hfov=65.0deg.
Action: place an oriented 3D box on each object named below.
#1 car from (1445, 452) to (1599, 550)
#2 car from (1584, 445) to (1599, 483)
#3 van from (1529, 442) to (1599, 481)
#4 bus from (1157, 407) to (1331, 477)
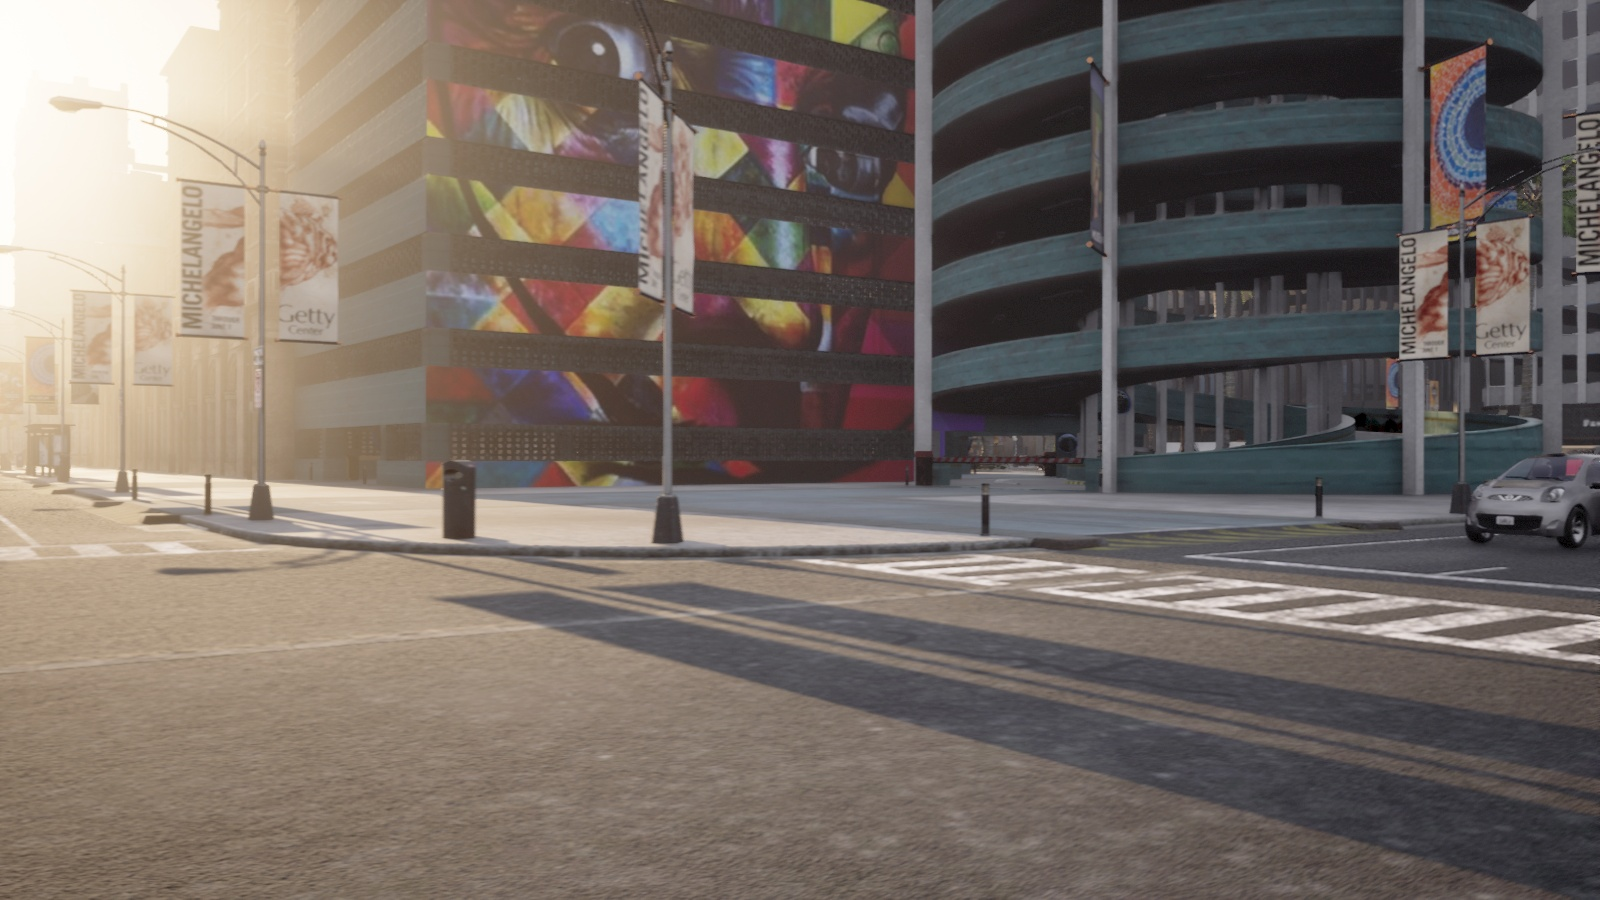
[{"bbox_3d":[12.662,0.783,21.008,3.633,1.501,1.845,0,0,-35],"label":"car"},{"bbox_3d":[38.491,0.663,57.515,2.097,1.767,4.553,0,0,-4],"label":"car"},{"bbox_3d":[40.885,0.573,66.035,1.775,1.987,4.442,0,0,-16],"label":"van"},{"bbox_3d":[28.703,-0.492,81.778,3.944,4.253,10.273,0,0,-35],"label":"bus"}]
